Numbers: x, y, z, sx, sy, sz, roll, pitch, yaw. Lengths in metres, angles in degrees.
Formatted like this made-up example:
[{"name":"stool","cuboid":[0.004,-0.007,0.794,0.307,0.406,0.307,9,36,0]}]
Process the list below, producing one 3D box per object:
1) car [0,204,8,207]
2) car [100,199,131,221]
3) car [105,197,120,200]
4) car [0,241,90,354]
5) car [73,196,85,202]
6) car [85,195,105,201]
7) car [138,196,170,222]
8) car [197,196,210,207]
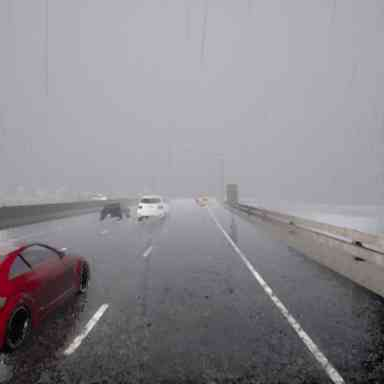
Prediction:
[{"name":"car","cuboid":[-17.327,1.735,29.033,1.895,1.301,4.718,0,0,1]},{"name":"car","cuboid":[-6.627,1.639,29.141,1.837,1.490,4.892,0,0,1]},{"name":"car","cuboid":[-16.044,1.886,69.812,2.128,1.511,4.902,0,0,2]},{"name":"car","cuboid":[-3.392,1.591,6.157,1.994,1.385,4.181,0,0,0]},{"name":"car","cuboid":[-23.074,1.718,69.239,2.097,1.767,4.553,0,0,2]},{"name":"car","cuboid":[-19.580,1.586,69.026,2.150,2.045,5.566,0,0,2]},{"name":"car","cuboid":[-3.146,1.350,28.054,2.150,2.045,5.566,0,0,1]},{"name":"car","cuboid":[2.297,1.773,59.442,1.882,1.535,5.008,0,0,2]}]
